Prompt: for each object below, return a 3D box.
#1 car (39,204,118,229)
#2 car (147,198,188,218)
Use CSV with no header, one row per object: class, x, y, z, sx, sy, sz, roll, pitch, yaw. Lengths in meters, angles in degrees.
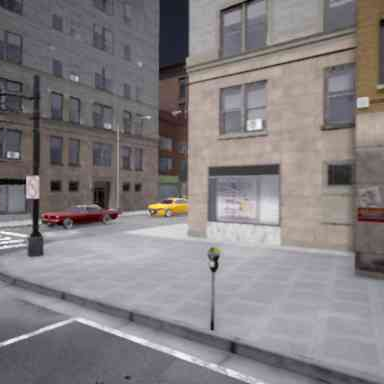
car,-6.982,1.479,20.917,1.895,1.301,4.718,1,1,34
car,-1.695,1.261,28.454,1.882,1.535,5.008,1,1,35
